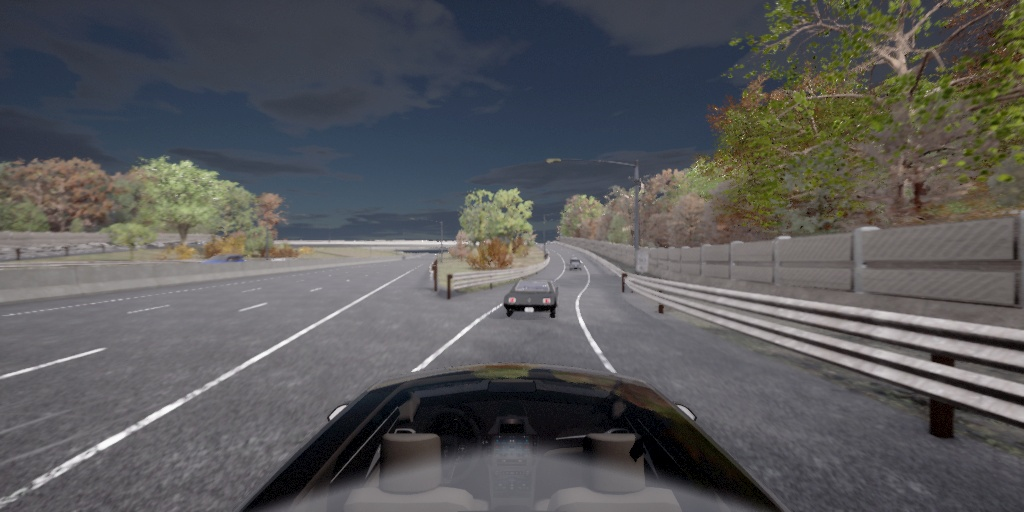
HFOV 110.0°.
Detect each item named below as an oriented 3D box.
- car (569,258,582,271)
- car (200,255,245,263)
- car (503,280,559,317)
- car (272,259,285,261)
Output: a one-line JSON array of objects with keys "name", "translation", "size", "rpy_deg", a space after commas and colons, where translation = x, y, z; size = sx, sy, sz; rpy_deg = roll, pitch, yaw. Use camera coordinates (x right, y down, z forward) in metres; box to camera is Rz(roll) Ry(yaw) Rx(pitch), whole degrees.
[{"name": "car", "translation": [9.865, 1.487, 55.751], "size": [2.033, 1.411, 5.357], "rpy_deg": [0, 2, 9]}, {"name": "car", "translation": [-31.114, 0.913, 38.636], "size": [2.150, 2.045, 5.566], "rpy_deg": [0, 0, -11]}, {"name": "car", "translation": [0.948, 1.623, 14.662], "size": [1.895, 1.301, 4.718], "rpy_deg": [0, -1, 9]}, {"name": "car", "translation": [-33.816, 1.208, 51.828], "size": [1.812, 1.442, 4.674], "rpy_deg": [0, 0, -11]}]
